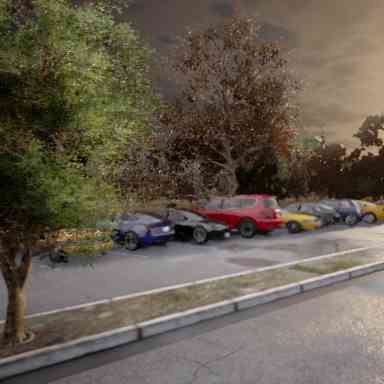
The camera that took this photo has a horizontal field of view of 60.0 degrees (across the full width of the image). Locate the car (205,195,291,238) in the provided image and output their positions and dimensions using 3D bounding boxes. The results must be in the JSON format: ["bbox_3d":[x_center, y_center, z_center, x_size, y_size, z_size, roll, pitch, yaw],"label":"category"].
[{"bbox_3d":[1.921,1.193,17.485,5.566,2.045,2.435,-1,0,34],"label":"car"}]

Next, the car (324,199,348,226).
[{"bbox_3d":[6.771,1.415,20.940,4.892,1.521,2.231,-1,0,34],"label":"car"}]

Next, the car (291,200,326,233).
[{"bbox_3d":[4.518,1.423,19.104,5.366,1.575,1.946,-1,-1,34],"label":"car"}]

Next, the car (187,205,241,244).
[{"bbox_3d":[-0.445,1.489,15.726,4.792,1.488,2.163,-1,-1,34],"label":"car"}]

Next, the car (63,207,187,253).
[{"bbox_3d":[-2.919,1.505,14.024,4.792,1.488,2.163,-1,0,34],"label":"car"}]

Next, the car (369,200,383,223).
[{"bbox_3d":[11.559,1.384,24.444,5.008,1.535,2.097,-1,0,34],"label":"car"}]

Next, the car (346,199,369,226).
[{"bbox_3d":[9.189,1.273,22.676,4.553,1.767,2.185,-1,0,34],"label":"car"}]
